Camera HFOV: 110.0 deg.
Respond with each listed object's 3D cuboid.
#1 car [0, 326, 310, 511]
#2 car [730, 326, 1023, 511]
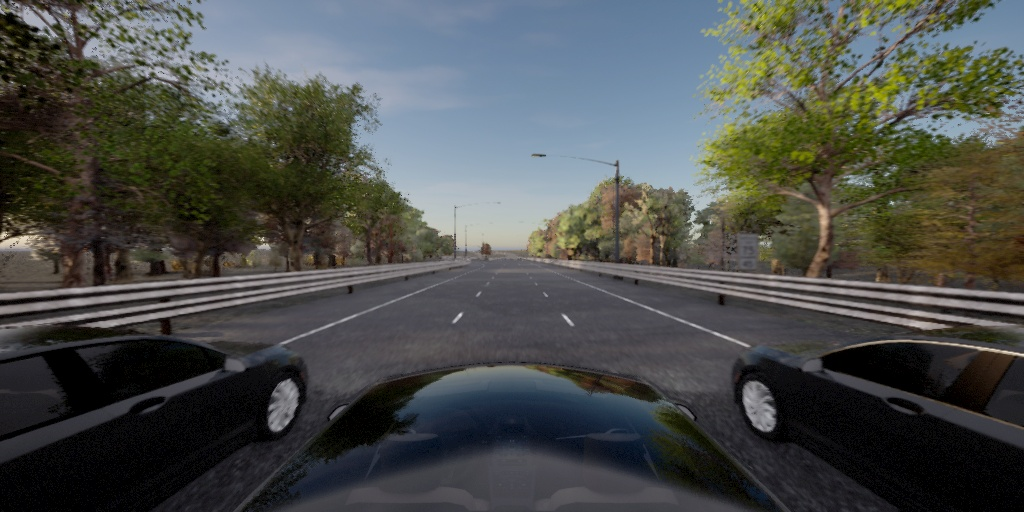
[{"bbox_3d":[-3.404,1.255,2.458,1.837,1.490,4.892,0,0,0],"label":"car"},{"bbox_3d":[3.597,1.255,2.449,1.837,1.490,4.892,0,0,0],"label":"car"}]
